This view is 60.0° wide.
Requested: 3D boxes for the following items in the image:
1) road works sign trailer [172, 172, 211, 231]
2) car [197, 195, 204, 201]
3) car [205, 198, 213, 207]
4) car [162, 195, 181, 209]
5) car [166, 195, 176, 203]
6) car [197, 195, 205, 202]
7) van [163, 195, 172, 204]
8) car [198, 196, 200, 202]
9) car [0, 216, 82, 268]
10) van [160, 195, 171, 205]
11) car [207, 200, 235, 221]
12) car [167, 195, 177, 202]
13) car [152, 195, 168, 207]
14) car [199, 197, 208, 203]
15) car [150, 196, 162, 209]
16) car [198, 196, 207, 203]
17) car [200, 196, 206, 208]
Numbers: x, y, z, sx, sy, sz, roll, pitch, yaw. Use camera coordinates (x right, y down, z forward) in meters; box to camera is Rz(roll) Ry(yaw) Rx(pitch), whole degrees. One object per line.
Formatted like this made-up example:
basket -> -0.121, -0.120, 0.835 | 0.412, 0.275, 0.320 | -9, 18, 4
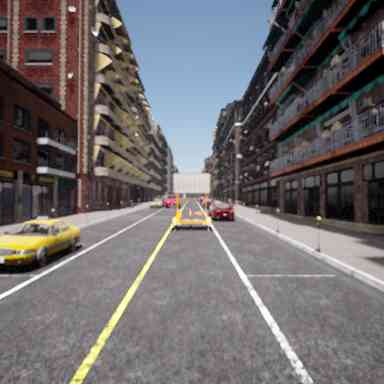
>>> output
road works sign trailer -> -0.011, 0.524, 20.918 | 2.380, 3.560, 2.880 | 0, 0, 0
car -> 2.578, 1.850, 72.474 | 1.887, 1.381, 4.507 | 1, 0, 0
car -> 2.582, 1.634, 33.931 | 1.752, 1.417, 4.829 | 1, 0, 0
car -> -2.837, 1.404, 49.782 | 2.150, 2.045, 5.566 | 0, 0, 0
car -> -5.299, 1.692, 83.597 | 2.192, 1.841, 5.009 | 1, 0, 0
car -> 2.546, 1.768, 94.599 | 2.192, 1.841, 5.009 | 1, 0, 0
van -> -5.298, 1.647, 72.536 | 1.690, 1.788, 3.998 | 1, 0, 0
car -> 2.579, 1.764, 55.882 | 2.008, 1.369, 4.403 | 1, 0, 0
car -> -5.294, 1.555, 11.536 | 1.752, 1.417, 4.829 | 2, 0, 0
van -> -5.297, 1.614, 67.004 | 1.690, 1.788, 3.998 | 2, 0, 0
car -> 2.582, 1.631, 28.229 | 1.887, 1.381, 4.507 | 1, 0, 0
car -> -5.299, 1.730, 89.126 | 2.192, 1.841, 5.009 | 1, 0, 0
car -> -5.295, 1.528, 55.946 | 2.192, 1.841, 5.009 | 2, 0, 0
car -> 2.577, 1.885, 78.004 | 1.887, 1.381, 4.507 | 1, 0, 0
car -> -5.300, 1.710, 50.243 | 1.752, 1.417, 4.829 | 2, 0, 0
car -> 2.586, 1.817, 83.536 | 1.967, 1.590, 4.097 | 1, 0, 0
car -> 2.580, 1.730, 50.351 | 1.887, 1.381, 4.507 | 1, 0, 0
